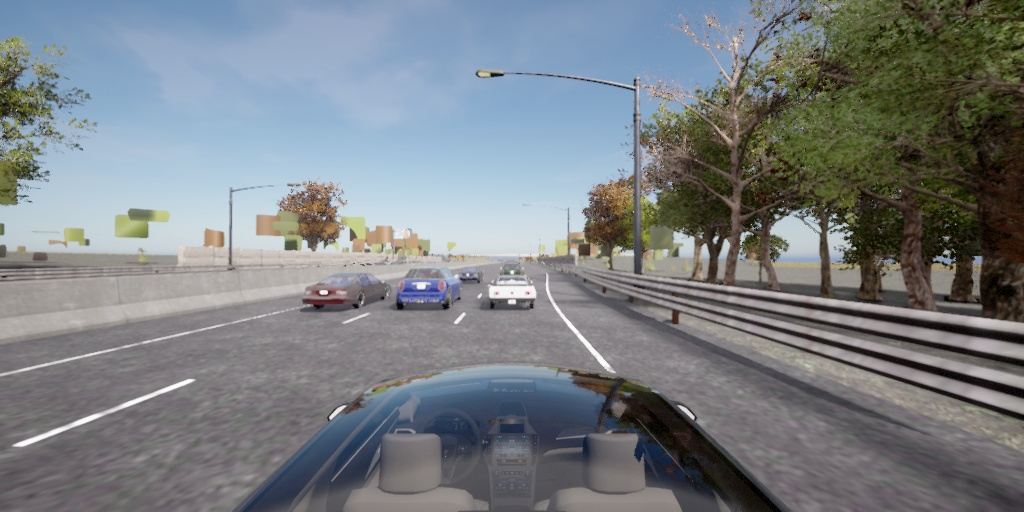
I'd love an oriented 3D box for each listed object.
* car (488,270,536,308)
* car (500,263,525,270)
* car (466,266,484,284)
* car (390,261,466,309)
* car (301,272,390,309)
[{"bbox_3d":[0.007,1.485,15.956,1.895,1.301,4.718,0,-1,0],"label":"car"},{"bbox_3d":[0.012,1.383,30.923,2.097,1.767,4.553,0,-1,0],"label":"car"},{"bbox_3d":[-3.489,1.580,30.834,2.033,1.411,5.357,0,-1,0],"label":"car"},{"bbox_3d":[-3.492,1.234,15.922,2.097,1.767,4.553,0,-1,0],"label":"car"},{"bbox_3d":[-6.994,1.431,15.837,2.033,1.411,5.357,0,-1,0],"label":"car"}]
